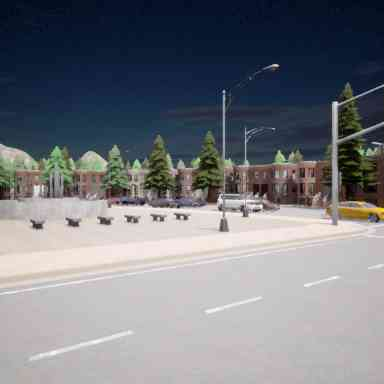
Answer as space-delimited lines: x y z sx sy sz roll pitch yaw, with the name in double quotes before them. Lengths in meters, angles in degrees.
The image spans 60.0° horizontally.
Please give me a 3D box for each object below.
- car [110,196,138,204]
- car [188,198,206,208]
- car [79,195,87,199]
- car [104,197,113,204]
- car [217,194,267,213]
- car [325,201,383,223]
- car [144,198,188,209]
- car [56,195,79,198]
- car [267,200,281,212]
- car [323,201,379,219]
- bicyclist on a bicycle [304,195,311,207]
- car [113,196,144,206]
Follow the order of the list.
"car" -12.736 1.505 62.058 4.892 1.490 1.837 0 0 18
"car" -0.532 1.547 47.824 5.357 1.411 2.033 0 0 38
"car" -22.556 1.352 63.988 4.553 1.767 2.097 0 0 7
"car" -14.081 1.564 58.826 4.181 1.385 1.994 0 0 18
"car" 5.181 1.225 36.901 2.150 2.045 5.566 0 0 -38
"car" 13.070 1.477 25.799 1.882 1.535 5.008 0 0 -30
"car" -3.581 1.547 45.789 5.357 1.411 2.033 0 0 36
"car" -23.818 1.505 60.694 4.892 1.490 1.837 0 0 5
"car" 8.068 1.525 38.764 1.812 1.442 4.674 0 0 -39
"car" 14.408 1.564 30.348 1.994 1.385 4.181 0 0 -36
"bicyclist on a bicycle" 16.174 1.303 46.611 1.656 1.620 0.582 0 0 -37
"car" -9.801 1.601 53.469 4.718 1.301 1.895 0 0 24
